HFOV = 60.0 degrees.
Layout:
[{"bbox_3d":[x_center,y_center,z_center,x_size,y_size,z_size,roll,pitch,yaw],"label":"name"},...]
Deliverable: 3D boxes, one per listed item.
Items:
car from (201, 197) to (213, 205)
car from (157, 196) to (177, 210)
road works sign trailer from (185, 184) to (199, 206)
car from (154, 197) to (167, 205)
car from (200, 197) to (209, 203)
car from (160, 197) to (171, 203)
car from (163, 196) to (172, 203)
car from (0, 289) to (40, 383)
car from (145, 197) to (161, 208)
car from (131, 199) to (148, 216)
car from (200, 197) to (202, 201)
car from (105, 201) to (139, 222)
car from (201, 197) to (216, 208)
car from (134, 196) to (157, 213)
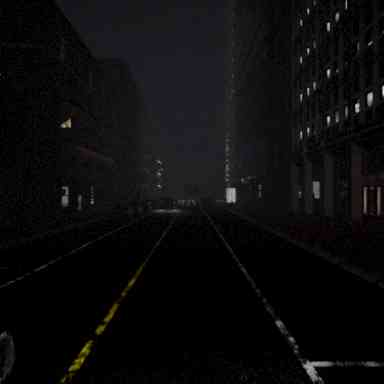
[{"bbox_3d":[2.670,1.651,60.459,2.008,1.369,4.403,0,0,0],"label":"car"},{"bbox_3d":[-3.102,1.420,44.195,2.097,1.767,4.553,0,0,0],"label":"car"},{"bbox_3d":[-0.017,0.554,54.970,2.380,3.560,2.880,0,0,0],"label":"road works sign trailer"},{"bbox_3d":[-5.710,1.651,60.456,2.008,1.369,4.403,0,0,0],"label":"car"},{"bbox_3d":[2.667,1.690,71.756,1.947,1.339,4.313,0,0,0],"label":"car"},{"bbox_3d":[-5.714,1.690,71.753,1.947,1.339,4.313,0,0,0],"label":"car"},{"bbox_3d":[-5.716,1.662,77.232,1.752,1.417,4.829,0,0,0],"label":"car"},{"bbox_3d":[-3.101,1.604,2.524,1.895,1.301,4.718,0,0,0],"label":"car"},{"bbox_3d":[-5.707,1.518,49.160,1.967,1.590,4.097,0,0,0],"label":"car"},{"bbox_3d":[-5.701,1.629,32.213,1.802,1.307,4.206,0,0,0],"label":"car"},{"bbox_3d":[2.672,1.529,54.810,1.967,1.590,4.097,0,0,0],"label":"car"},{"bbox_3d":[-5.700,1.618,26.565,1.802,1.307,4.206,0,0,0],"label":"car"},{"bbox_3d":[2.674,1.604,49.332,1.752,1.417,4.829,0,0,0],"label":"car"},{"bbox_3d":[-5.704,1.372,37.862,2.192,1.841,5.009,0,0,0],"label":"car"}]
